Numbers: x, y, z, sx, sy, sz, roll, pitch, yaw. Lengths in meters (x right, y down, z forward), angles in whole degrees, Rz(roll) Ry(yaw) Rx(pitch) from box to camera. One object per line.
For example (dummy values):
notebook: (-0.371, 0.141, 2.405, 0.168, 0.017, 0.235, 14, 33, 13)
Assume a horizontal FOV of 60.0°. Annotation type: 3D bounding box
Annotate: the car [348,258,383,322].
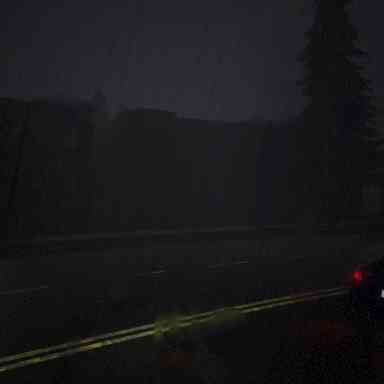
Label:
car: (4.874, 1.564, 5.935, 4.181, 1.385, 1.994, 0, 0, -25)
